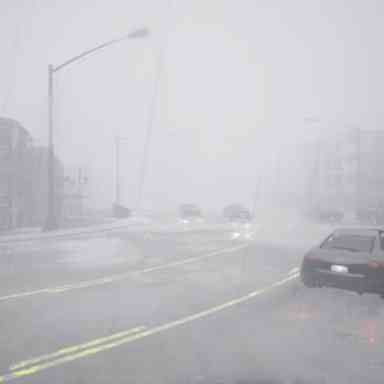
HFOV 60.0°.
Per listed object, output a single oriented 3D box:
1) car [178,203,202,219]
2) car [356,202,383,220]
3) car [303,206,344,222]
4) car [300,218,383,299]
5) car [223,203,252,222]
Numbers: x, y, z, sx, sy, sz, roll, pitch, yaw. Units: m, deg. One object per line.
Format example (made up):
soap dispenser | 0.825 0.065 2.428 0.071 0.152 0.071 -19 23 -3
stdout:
car | -0.236 1.895 34.116 1.837 1.490 4.892 0 -1 -11
car | 14.520 1.529 25.803 2.097 1.767 4.553 -1 -1 6
car | 11.272 1.839 28.902 1.895 1.301 4.718 0 -1 0
car | 4.441 1.631 8.738 1.994 1.385 4.181 -1 -1 39
car | 4.004 1.801 29.966 2.128 1.511 4.902 0 -1 -5
